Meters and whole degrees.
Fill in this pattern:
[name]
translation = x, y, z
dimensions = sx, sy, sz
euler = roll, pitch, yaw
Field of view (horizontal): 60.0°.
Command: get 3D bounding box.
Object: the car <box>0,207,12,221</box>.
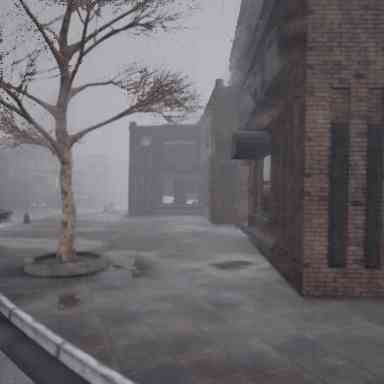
[car]
translation = -15.900, 1.755, 26.172
dimensions = 1.895, 1.301, 4.718
euler = 1, -1, -10
